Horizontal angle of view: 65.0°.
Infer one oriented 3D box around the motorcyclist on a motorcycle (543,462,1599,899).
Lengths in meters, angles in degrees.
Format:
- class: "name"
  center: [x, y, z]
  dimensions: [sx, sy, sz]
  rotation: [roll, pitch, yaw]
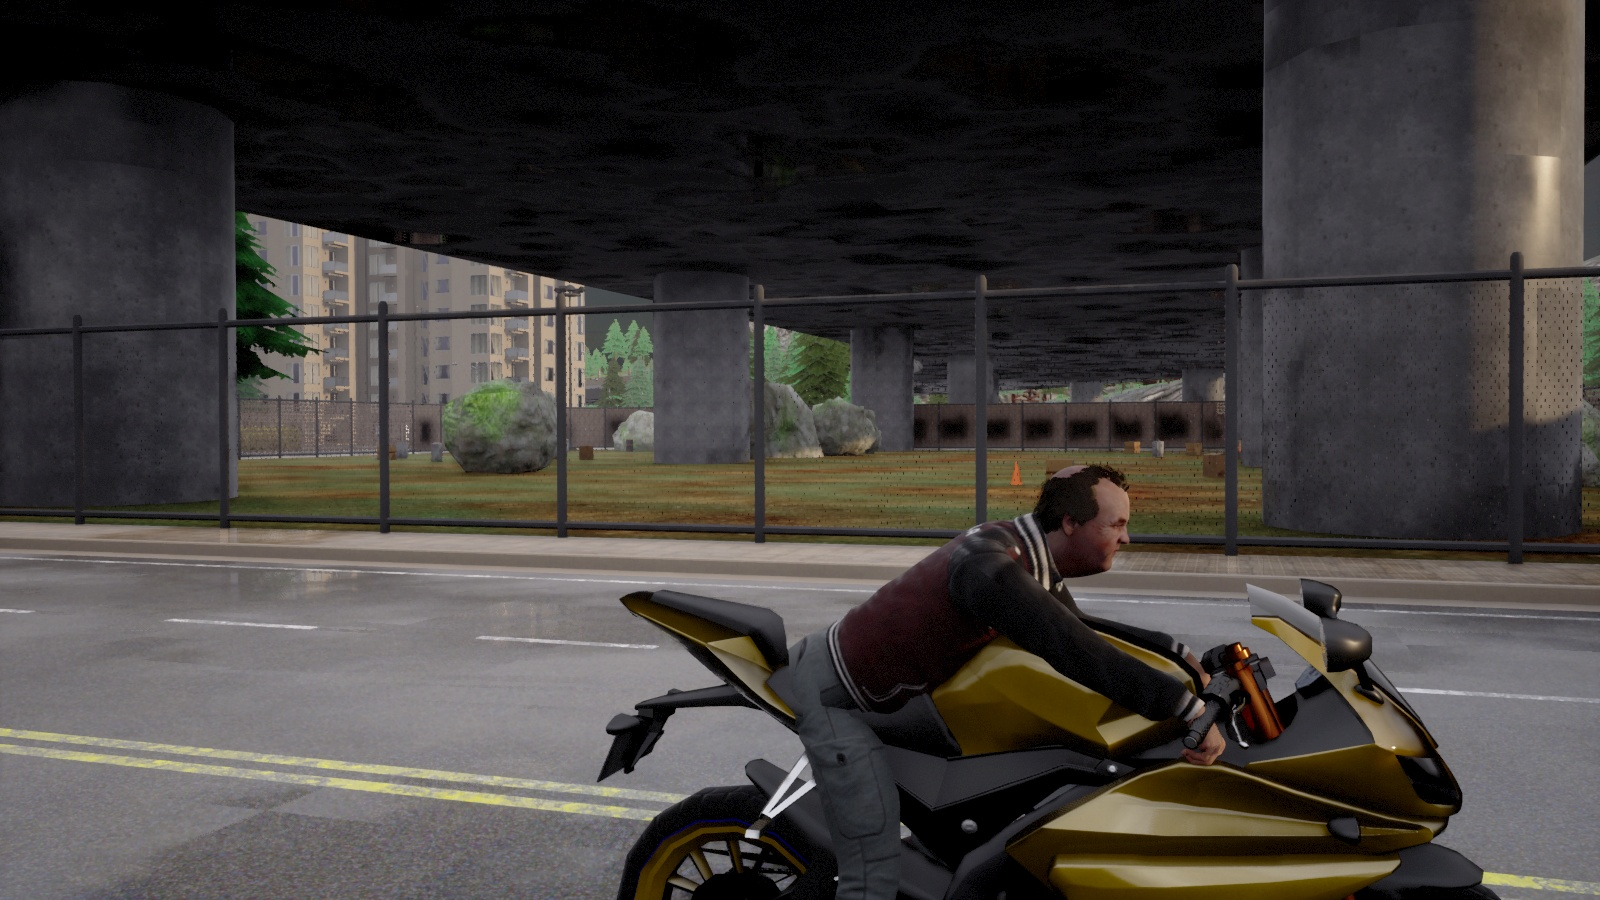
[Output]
- class: "motorcyclist on a motorcycle"
  center: [0.575, 0.816, 3.000]
  dimensions: [2.191, 1.530, 0.866]
  rotation: [1, 1, 19]
